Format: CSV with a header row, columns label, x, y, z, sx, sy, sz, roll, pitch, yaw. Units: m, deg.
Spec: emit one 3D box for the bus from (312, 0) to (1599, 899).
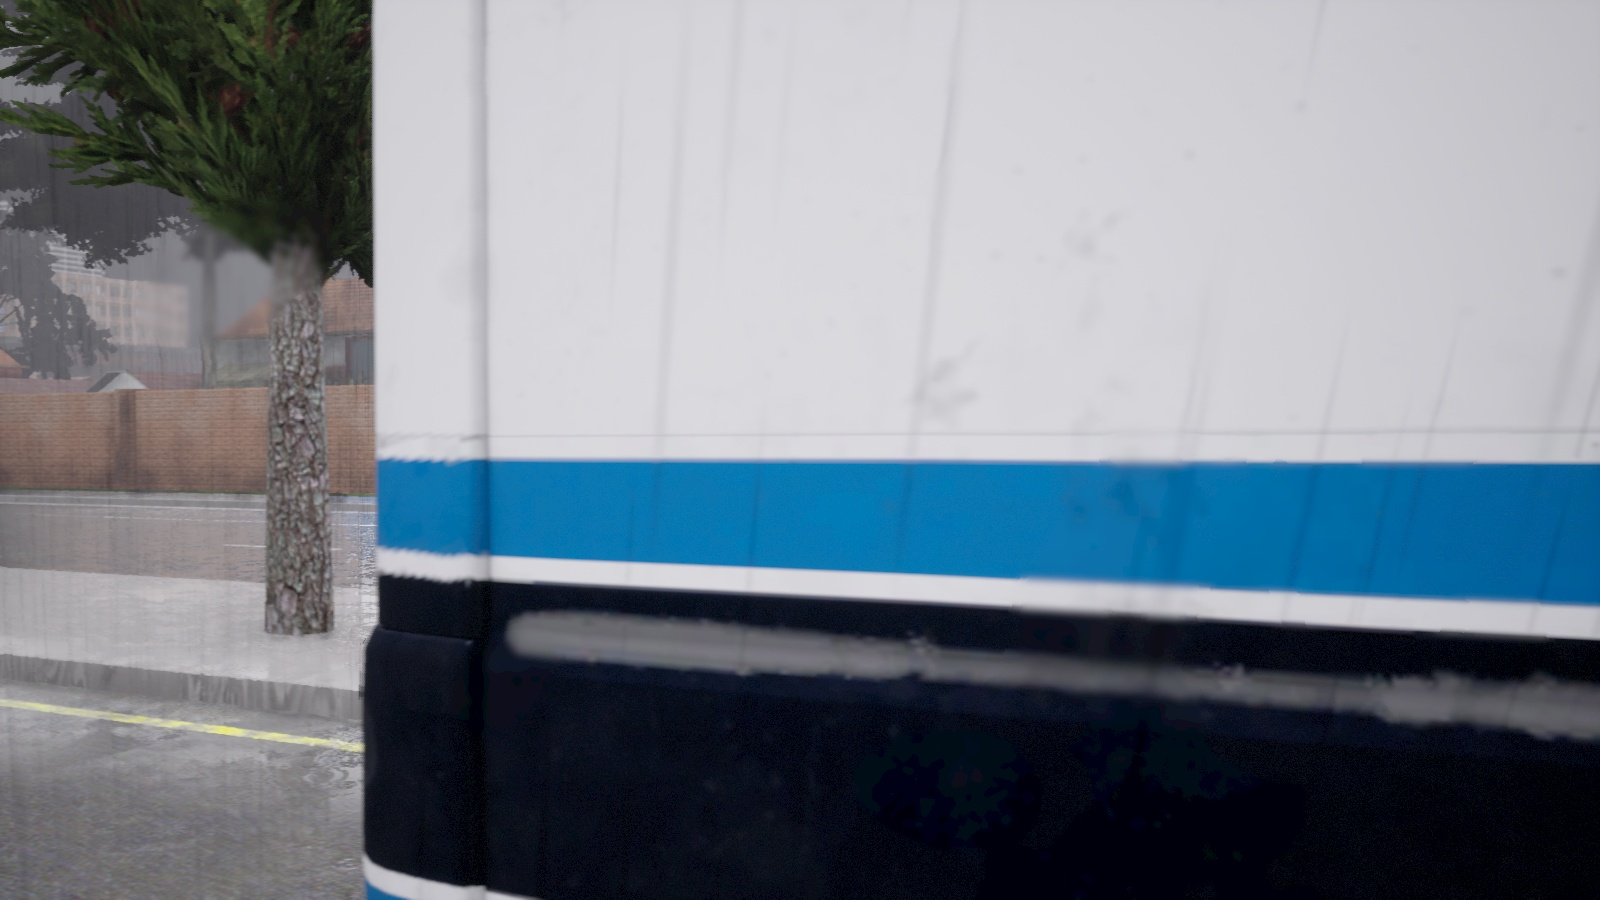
label,x,y,z,sx,sy,sz,roll,pitch,yaw
bus,4.967,-0.559,1.088,10.273,4.253,3.944,0,1,24
